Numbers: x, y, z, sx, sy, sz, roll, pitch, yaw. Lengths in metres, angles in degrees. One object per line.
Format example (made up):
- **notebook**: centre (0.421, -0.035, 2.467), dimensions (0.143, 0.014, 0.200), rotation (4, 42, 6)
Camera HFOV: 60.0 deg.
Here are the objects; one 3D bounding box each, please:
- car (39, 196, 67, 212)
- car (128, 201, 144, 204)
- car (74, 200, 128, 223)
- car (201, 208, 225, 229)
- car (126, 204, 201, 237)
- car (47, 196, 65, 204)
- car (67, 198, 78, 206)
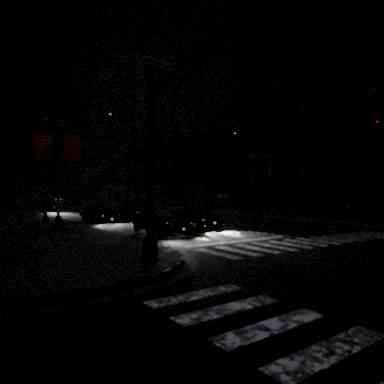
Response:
- **car**: centre (-17.214, 1.535, 40.241), dimensions (2.128, 1.511, 4.902), rotation (1, 0, -35)
- **car**: centre (-4.875, 1.607, 28.636), dimensions (1.837, 1.490, 4.892), rotation (1, 0, -36)
- **car**: centre (-7.406, 1.617, 26.582), dimensions (2.033, 1.411, 5.357), rotation (1, 0, -36)
- **car**: centre (0.206, 1.680, 21.580), dimensions (1.994, 1.385, 4.181), rotation (1, 0, -36)
- **car**: centre (-1.773, 1.611, 18.803), dimensions (1.812, 1.442, 4.674), rotation (1, 0, -36)
- **car**: centre (-26.275, 1.561, 64.222), dimensions (2.128, 1.511, 4.902), rotation (1, 0, -36)
- **car**: centre (-20.197, 1.689, 55.796), dimensions (1.895, 1.301, 4.718), rotation (1, 0, -36)
